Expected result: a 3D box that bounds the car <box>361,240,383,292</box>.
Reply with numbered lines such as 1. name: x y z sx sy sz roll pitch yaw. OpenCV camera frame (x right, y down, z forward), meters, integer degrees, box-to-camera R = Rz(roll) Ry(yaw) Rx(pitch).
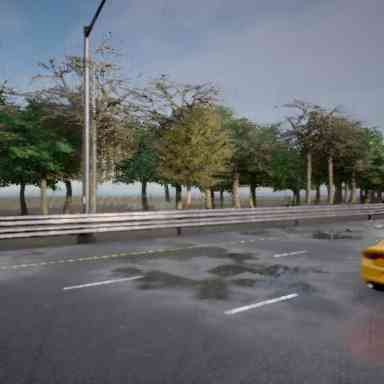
1. car: 6.038 1.535 7.893 5.008 1.535 1.882 0 -1 -34
